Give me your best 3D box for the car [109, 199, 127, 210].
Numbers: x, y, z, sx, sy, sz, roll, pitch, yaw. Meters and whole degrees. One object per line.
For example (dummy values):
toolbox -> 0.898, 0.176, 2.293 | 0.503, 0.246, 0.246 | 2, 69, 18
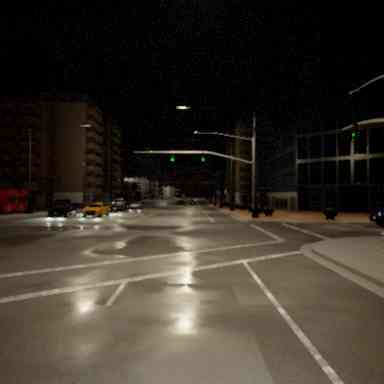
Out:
car -> -13.921, 2.296, 63.170 | 2.150, 2.045, 5.566 | 0, -1, 0

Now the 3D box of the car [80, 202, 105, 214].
car -> -14.027, 2.203, 47.308 | 2.128, 1.511, 4.902 | 0, -1, 0

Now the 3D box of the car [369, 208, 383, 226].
car -> 15.493, 1.450, 23.210 | 5.566, 2.045, 2.150 | 0, 0, 1

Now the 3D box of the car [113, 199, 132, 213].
car -> -10.520, 2.207, 47.869 | 2.128, 1.511, 4.902 | 0, -1, 0

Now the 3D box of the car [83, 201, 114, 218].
car -> -10.542, 1.970, 36.906 | 1.882, 1.535, 5.008 | 0, -1, 0

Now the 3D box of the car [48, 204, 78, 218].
car -> -14.043, 2.046, 36.291 | 1.994, 1.385, 4.181 | 0, -1, 0

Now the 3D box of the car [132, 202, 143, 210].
car -> -10.444, 2.590, 62.685 | 1.812, 1.442, 4.674 | 0, -1, 1
